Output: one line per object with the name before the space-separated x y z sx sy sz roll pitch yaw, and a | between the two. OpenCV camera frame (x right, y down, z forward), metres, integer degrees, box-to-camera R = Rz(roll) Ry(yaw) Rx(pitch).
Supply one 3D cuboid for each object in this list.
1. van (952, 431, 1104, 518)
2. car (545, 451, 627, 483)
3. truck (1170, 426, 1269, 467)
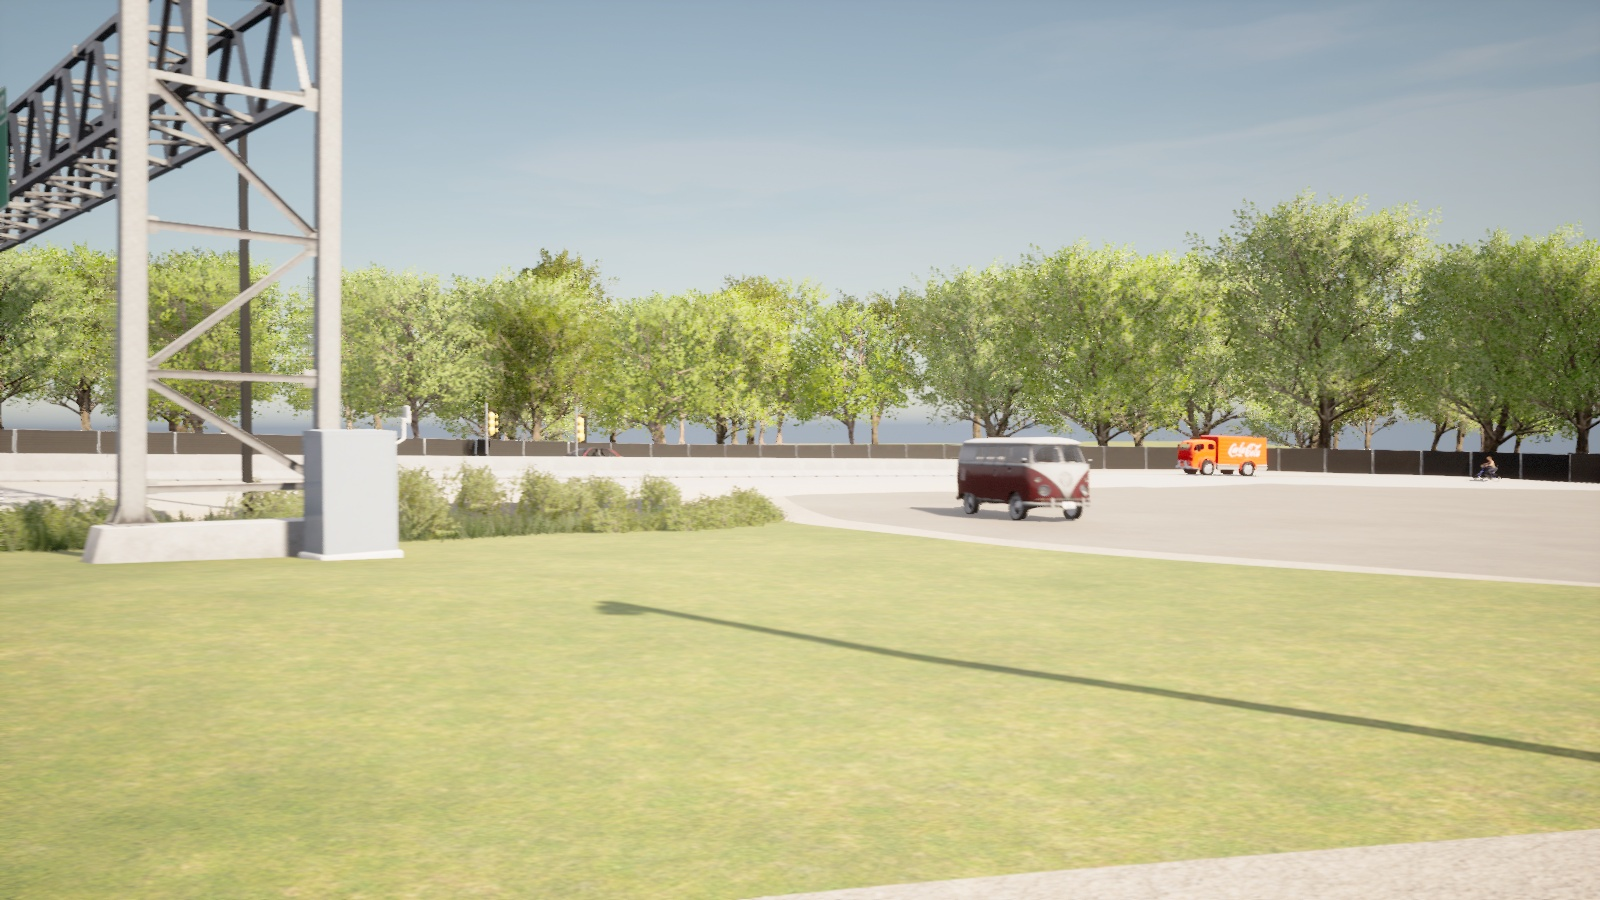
van | 5.530 0.558 31.062 1.775 1.987 4.442 -1 0 -18
car | -11.122 0.846 65.590 1.851 1.617 3.988 0 0 39
truck | 26.005 -0.211 77.910 5.204 2.467 2.627 0 1 -14
